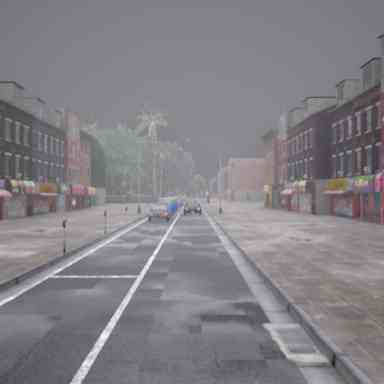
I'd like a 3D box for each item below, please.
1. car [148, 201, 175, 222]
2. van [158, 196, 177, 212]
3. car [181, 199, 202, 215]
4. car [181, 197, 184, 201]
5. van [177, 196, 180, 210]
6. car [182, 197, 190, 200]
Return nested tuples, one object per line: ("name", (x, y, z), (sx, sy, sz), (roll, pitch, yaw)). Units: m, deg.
("car", (-2.654, 1.715, 27.993), (1.802, 1.307, 4.206), (0, 0, 0))
("van", (-2.658, 1.506, 33.458), (1.690, 1.788, 3.998), (0, 0, 0))
("car", (0.070, 1.780, 35.907), (1.895, 1.301, 4.718), (0, 0, 0))
("car", (-2.670, 1.845, 55.314), (2.008, 1.369, 4.403), (0, 0, 0))
("van", (-2.661, 1.538, 38.923), (1.690, 1.788, 3.998), (0, 0, 0))
("car", (0.011, 1.803, 45.951), (1.994, 1.385, 4.181), (0, 0, 1))
